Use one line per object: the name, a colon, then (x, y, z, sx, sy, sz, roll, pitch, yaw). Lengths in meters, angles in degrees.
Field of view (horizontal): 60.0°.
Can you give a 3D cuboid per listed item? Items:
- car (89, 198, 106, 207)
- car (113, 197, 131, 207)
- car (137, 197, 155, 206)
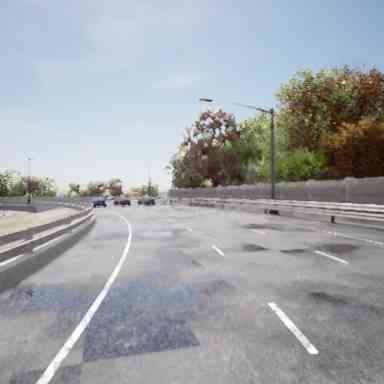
car: (-15.901, 1.668, 55.681, 1.882, 1.535, 5.008, -1, 0, -31)
car: (-11.791, 1.647, 55.673, 1.837, 1.490, 4.892, 0, 0, -31)
car: (-7.737, 1.600, 55.824, 1.837, 1.490, 4.892, 0, 0, -28)
